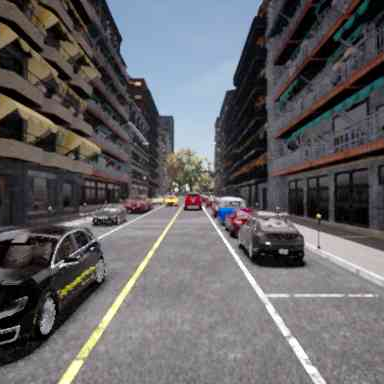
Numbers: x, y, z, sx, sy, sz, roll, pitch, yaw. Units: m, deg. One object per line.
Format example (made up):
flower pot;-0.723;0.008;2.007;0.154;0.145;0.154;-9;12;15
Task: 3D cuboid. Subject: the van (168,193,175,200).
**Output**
van;-5.543;1.174;91.727;1.690;1.788;3.998;1;0;0

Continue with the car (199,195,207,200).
car;2.794;1.387;86.084;1.887;1.381;4.507;1;0;0

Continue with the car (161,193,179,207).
car;-3.022;1.385;49.557;1.882;1.535;5.008;0;0;0

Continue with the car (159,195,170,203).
car;-5.571;1.418;68.942;1.887;1.381;4.507;1;0;0

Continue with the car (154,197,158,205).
car;-5.635;1.470;40.461;1.887;1.381;4.507;1;0;0

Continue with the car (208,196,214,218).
car;2.736;1.385;29.120;1.967;1.590;4.097;1;0;0

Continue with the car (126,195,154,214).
car;-5.636;1.250;34.763;2.192;1.841;5.009;1;0;0

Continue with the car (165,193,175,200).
car;-5.549;1.158;86.031;2.192;1.841;5.009;1;0;0

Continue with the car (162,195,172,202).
car;-5.565;1.414;74.638;2.008;1.369;4.403;1;0;0

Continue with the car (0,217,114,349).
car;-3.093;1.492;6.537;1.837;1.490;4.892;0;0;0

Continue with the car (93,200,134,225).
car;-5.652;1.507;23.370;2.008;1.369;4.403;1;0;0

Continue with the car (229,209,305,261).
car;2.717;1.528;12.031;2.008;1.369;4.403;1;0;0

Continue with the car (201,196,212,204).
car;2.770;1.428;63.298;1.887;1.381;4.507;1;0;0

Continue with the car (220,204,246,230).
car;2.722;1.548;17.728;1.802;1.307;4.206;1;0;0

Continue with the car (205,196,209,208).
car;2.752;1.496;46.209;1.802;1.307;4.206;1;0;0

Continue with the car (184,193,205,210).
car;0.144;1.141;41.927;2.150;2.045;5.566;0;0;0

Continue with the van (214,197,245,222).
van;2.732;1.297;23.424;1.690;1.788;3.998;1;0;0

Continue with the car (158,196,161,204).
car;-5.590;1.419;57.378;1.752;1.417;4.829;1;0;0

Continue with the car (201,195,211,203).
car;2.776;1.417;68.995;1.887;1.381;4.507;1;0;0
